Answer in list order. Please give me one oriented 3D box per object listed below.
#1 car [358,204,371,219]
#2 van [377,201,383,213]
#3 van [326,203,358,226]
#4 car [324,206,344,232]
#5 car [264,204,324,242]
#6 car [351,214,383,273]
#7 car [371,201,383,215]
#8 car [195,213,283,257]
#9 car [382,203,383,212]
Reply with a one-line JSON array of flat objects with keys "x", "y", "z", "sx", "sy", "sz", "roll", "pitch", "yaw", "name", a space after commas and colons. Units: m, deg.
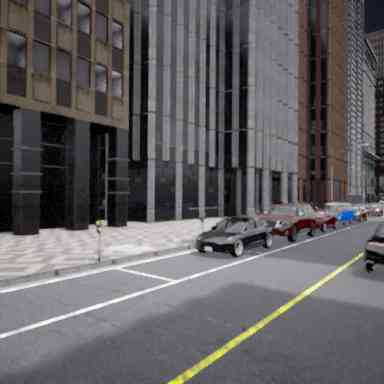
[{"x": 15.487, "y": 1.973, "z": 31.884, "sx": 1.967, "sy": 1.590, "sz": 4.097, "roll": 0, "pitch": -1, "yaw": 37, "name": "car"}, {"x": 29.056, "y": 2.227, "z": 49.889, "sx": 1.690, "sy": 1.788, "sz": 3.998, "roll": 0, "pitch": -1, "yaw": 37, "name": "van"}, {"x": 12.095, "y": 1.786, "z": 27.385, "sx": 1.690, "sy": 1.788, "sz": 3.998, "roll": 0, "pitch": -1, "yaw": 37, "name": "van"}, {"x": 8.702, "y": 1.901, "z": 22.881, "sx": 1.887, "sy": 1.381, "sz": 4.507, "roll": 0, "pitch": -1, "yaw": 37, "name": "car"}, {"x": 5.311, "y": 1.583, "z": 18.383, "sx": 2.192, "sy": 1.841, "sz": 5.009, "roll": 0, "pitch": -1, "yaw": 37, "name": "car"}, {"x": 6.885, "y": 1.690, "z": 10.727, "sx": 2.128, "sy": 1.511, "sz": 4.902, "roll": 0, "pitch": -1, "yaw": 37, "name": "car"}, {"x": 22.271, "y": 2.149, "z": 40.886, "sx": 1.967, "sy": 1.590, "sz": 4.097, "roll": 0, "pitch": -1, "yaw": 37, "name": "car"}, {"x": 1.917, "y": 1.746, "z": 13.879, "sx": 1.947, "sy": 1.339, "sz": 4.313, "roll": 0, "pitch": -1, "yaw": 37, "name": "car"}, {"x": 32.345, "y": 2.497, "z": 54.252, "sx": 1.752, "sy": 1.417, "sz": 4.829, "roll": 0, "pitch": -1, "yaw": 37, "name": "car"}]
